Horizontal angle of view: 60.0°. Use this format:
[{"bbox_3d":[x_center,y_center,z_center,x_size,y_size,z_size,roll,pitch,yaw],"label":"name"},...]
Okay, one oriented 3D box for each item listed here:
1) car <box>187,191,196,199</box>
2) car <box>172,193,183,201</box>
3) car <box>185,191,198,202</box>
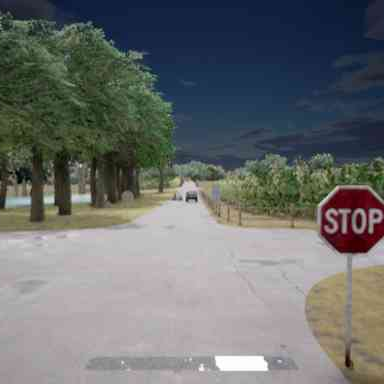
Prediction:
[{"bbox_3d":[-0.050,0.606,71.025,1.882,1.535,5.008,0,2,0],"label":"car"},{"bbox_3d":[-2.796,0.977,65.204,1.812,1.442,4.674,0,1,0],"label":"car"},{"bbox_3d":[-0.043,0.780,60.640,2.150,2.045,5.566,0,1,0],"label":"car"}]
